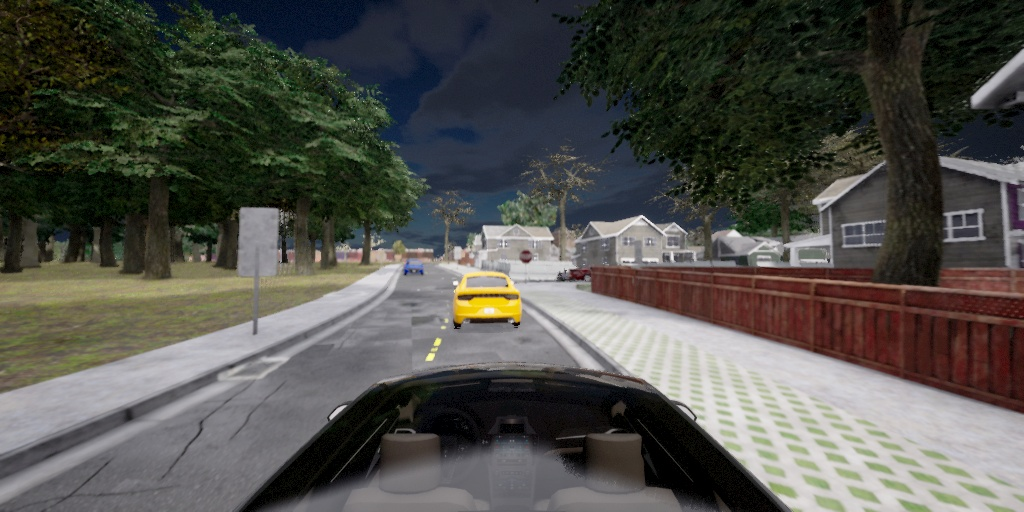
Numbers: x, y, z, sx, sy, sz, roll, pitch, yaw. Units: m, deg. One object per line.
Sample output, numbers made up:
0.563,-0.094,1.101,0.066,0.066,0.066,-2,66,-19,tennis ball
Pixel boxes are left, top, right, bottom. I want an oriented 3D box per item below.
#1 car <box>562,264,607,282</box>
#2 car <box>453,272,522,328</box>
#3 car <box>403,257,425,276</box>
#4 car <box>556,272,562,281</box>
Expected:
6.862,1.371,28.234,5.008,1.535,1.882,1,-3,-15,car
-0.891,1.248,11.616,1.882,1.535,5.008,0,0,-7,car
-10.101,1.152,36.887,1.882,1.535,5.008,1,0,-16,car
5.937,1.575,30.861,4.181,1.385,1.994,1,-3,-14,car
